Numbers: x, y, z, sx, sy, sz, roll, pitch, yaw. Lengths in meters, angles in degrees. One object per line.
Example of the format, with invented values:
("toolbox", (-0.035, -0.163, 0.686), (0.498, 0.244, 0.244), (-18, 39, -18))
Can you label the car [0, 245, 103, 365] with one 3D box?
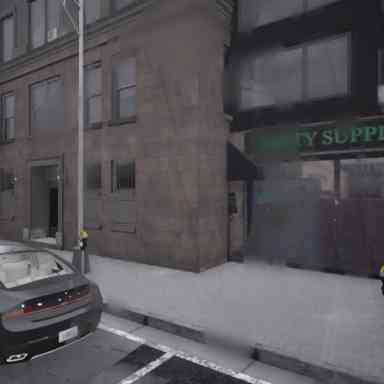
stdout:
("car", (-3.330, 1.550, 5.452), (4.403, 1.369, 2.008), (0, 0, 35))
